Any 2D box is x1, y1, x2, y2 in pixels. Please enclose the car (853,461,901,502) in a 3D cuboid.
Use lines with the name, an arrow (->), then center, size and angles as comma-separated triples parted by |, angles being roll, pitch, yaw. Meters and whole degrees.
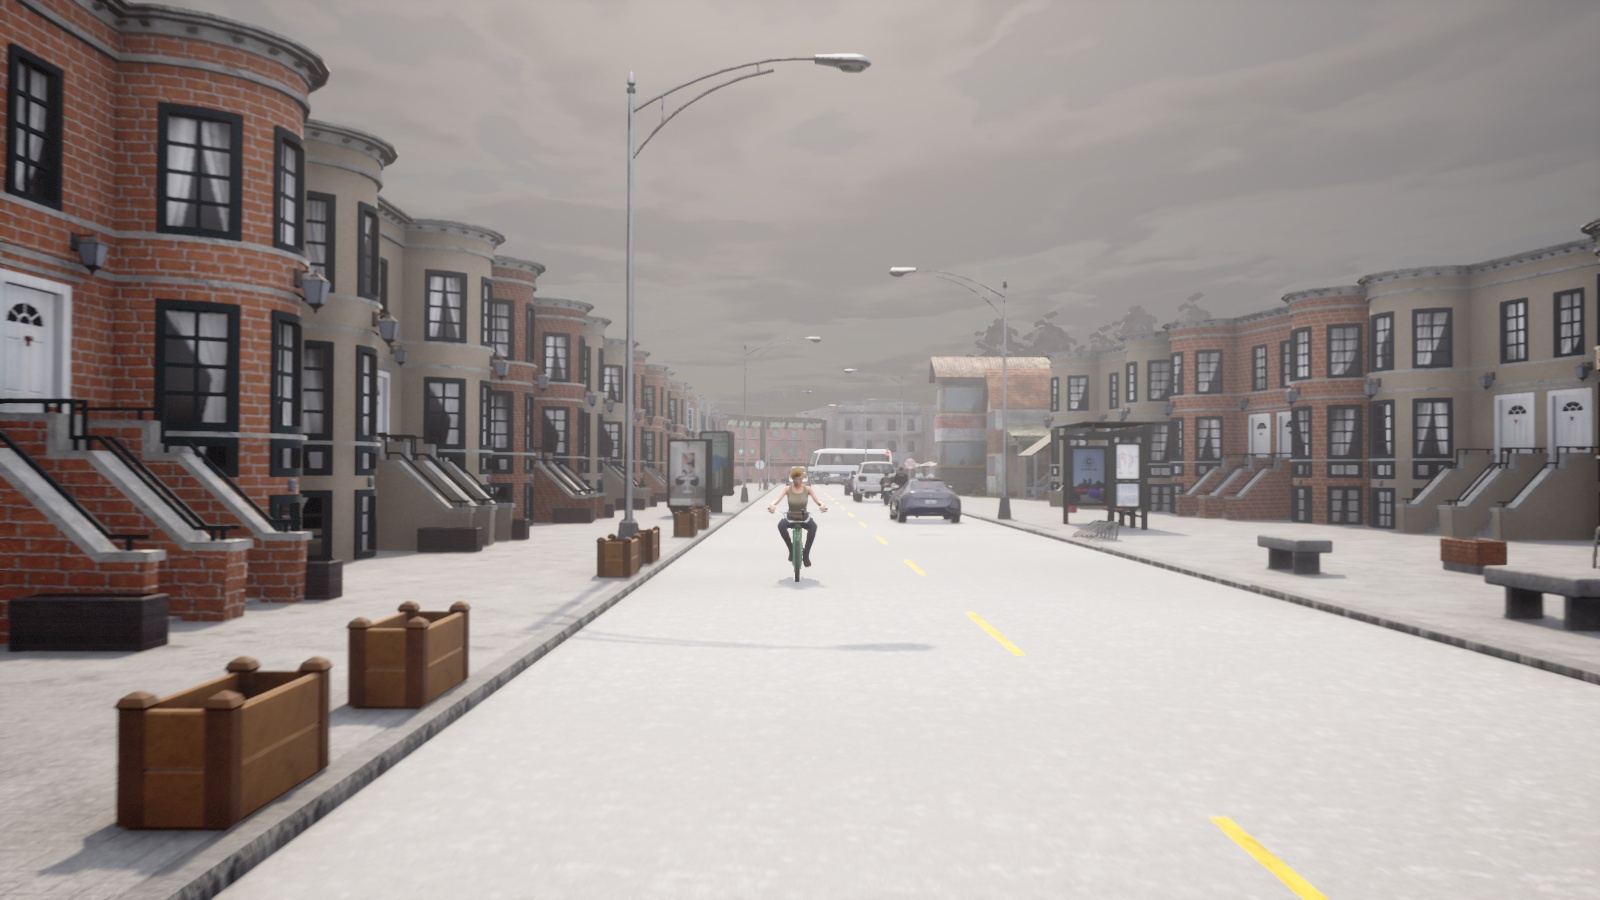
car -> 3.926, 1.610, 65.236 | 2.150, 2.045, 5.566 | 0, -1, 0

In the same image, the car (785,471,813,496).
car -> -0.087, 2.170, 82.231 | 1.789, 1.549, 3.705 | 0, -1, 0

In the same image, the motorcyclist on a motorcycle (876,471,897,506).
motorcyclist on a motorcycle -> 3.934, 1.738, 57.147 | 0.797, 1.523, 2.044 | 0, -1, 0

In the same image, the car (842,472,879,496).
car -> 3.910, 2.161, 81.350 | 2.163, 1.488, 4.792 | 0, -1, 0

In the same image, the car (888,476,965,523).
car -> 3.950, 1.531, 39.882 | 1.994, 1.385, 4.181 | 0, -1, 0

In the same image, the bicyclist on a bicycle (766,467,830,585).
bicyclist on a bicycle -> -0.028, 1.052, 17.985 | 0.866, 1.612, 1.509 | 0, -1, 0
